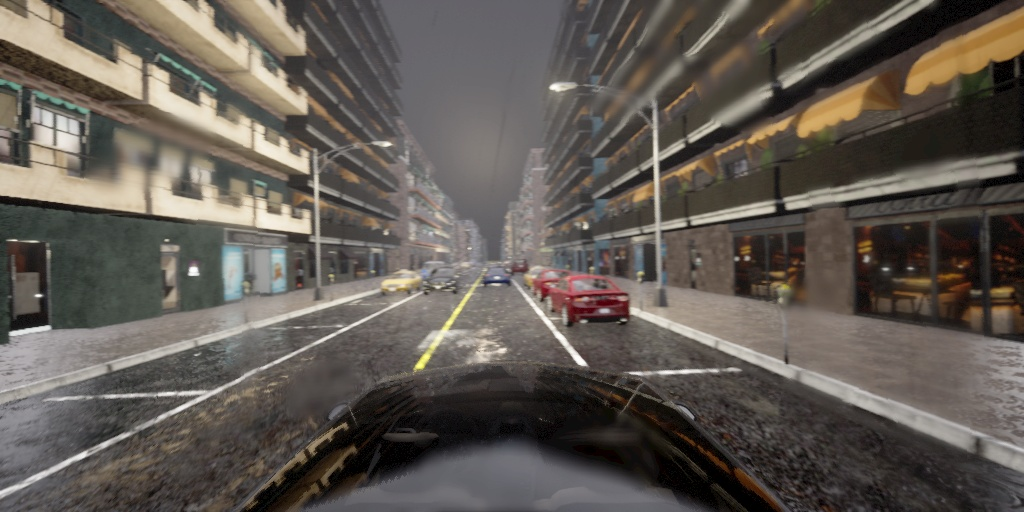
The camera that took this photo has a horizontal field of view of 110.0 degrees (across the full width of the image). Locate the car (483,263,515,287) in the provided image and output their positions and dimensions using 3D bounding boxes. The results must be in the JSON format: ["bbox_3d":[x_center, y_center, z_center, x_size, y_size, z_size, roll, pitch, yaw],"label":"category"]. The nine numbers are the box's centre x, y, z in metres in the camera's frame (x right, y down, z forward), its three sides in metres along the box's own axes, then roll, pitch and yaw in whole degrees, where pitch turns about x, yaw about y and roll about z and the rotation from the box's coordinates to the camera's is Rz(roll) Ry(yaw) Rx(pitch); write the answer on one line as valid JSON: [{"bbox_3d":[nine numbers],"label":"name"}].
[{"bbox_3d":[-1.101,1.428,26.104,1.994,1.385,4.181,-2,0,-3],"label":"car"}]

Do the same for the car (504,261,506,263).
[{"bbox_3d":[-1.838,1.517,40.522,1.994,1.385,4.181,-2,0,-2],"label":"car"}]

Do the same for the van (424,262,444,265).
[{"bbox_3d":[-7.231,1.405,33.534,1.690,1.789,3.998,0,0,-3],"label":"van"}]

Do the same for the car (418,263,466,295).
[{"bbox_3d":[-4.054,1.430,21.493,1.837,1.490,4.892,-2,0,-3],"label":"car"}]

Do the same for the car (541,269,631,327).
[{"bbox_3d":[2.252,1.266,11.306,1.888,1.381,4.507,0,0,-3],"label":"car"}]

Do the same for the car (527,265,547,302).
[{"bbox_3d":[1.973,1.291,16.964,1.888,1.381,4.507,0,0,-3],"label":"car"}]

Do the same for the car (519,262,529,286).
[{"bbox_3d":[1.686,1.300,22.785,1.751,1.417,4.829,0,0,-3],"label":"car"}]

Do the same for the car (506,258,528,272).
[{"bbox_3d":[0.860,1.189,39.578,2.192,1.841,5.009,0,0,-3],"label":"car"}]

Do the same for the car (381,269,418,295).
[{"bbox_3d":[-6.665,1.525,22.055,1.751,1.417,4.829,0,0,-3],"label":"car"}]
